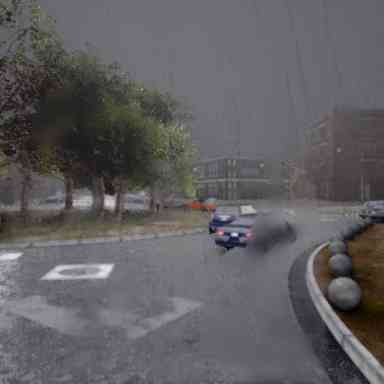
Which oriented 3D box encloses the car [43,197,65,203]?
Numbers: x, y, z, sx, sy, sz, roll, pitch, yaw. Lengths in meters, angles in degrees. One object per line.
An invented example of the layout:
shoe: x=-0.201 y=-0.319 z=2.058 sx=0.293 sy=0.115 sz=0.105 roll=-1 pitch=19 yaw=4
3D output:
car: x=-34.352 y=1.893 z=82.922 sx=4.674 sy=1.452 sz=2.002 roll=0 pitch=0 yaw=-15

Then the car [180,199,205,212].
car: x=1.020 y=1.641 z=43.412 sx=2.097 sy=1.767 sz=4.553 roll=0 pitch=-1 yaw=-41

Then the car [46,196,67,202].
car: x=-35.807 y=1.837 z=88.247 sx=4.892 sy=1.521 sz=2.231 roll=0 pitch=0 yaw=-15

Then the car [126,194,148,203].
car: x=-13.006 y=1.943 z=81.094 sx=4.792 sy=1.488 sz=2.163 roll=0 pitch=0 yaw=-15

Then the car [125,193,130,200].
car: x=-14.368 y=1.788 z=86.356 sx=4.553 sy=1.767 sz=2.185 roll=0 pitch=0 yaw=-15

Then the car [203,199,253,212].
car: x=2.763 y=1.451 z=19.284 sx=2.097 sy=1.767 sz=4.553 roll=0 pitch=-1 yaw=30

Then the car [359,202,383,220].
car: x=16.294 y=1.600 z=26.981 sx=5.357 sy=1.411 sz=2.033 roll=-1 pitch=0 yaw=-15

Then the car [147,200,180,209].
car: x=-3.683 y=1.894 z=50.610 sx=5.357 sy=1.411 sz=2.033 roll=0 pitch=-1 yaw=29

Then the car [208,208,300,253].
car: x=2.943 y=1.605 z=14.081 sx=2.033 sy=1.411 sz=5.357 roll=0 pitch=-1 yaw=34

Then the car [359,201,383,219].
car: x=17.756 y=1.575 z=30.443 sx=4.181 sy=1.385 sz=1.994 roll=-2 pitch=0 yaw=-17

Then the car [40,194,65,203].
car: x=-32.877 y=1.738 z=77.604 sx=4.553 sy=1.767 sz=2.185 roll=0 pitch=0 yaw=-15
